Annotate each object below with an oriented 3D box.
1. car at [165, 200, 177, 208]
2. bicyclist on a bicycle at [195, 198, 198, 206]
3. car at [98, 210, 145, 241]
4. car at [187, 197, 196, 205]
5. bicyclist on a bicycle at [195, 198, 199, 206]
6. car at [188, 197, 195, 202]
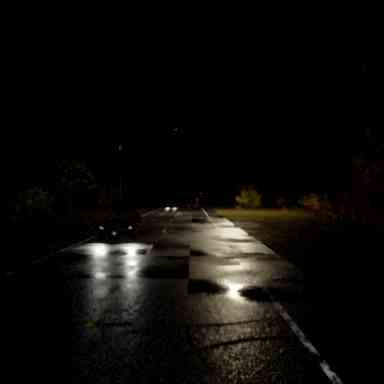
[{"bbox_3d":[-3.625,2.052,58.451,2.033,1.411,5.357,0,0,1],"label":"car"},{"bbox_3d":[0.876,2.013,66.100,0.582,1.620,1.656,0,-1,0],"label":"bicyclist on a bicycle"},{"bbox_3d":[-3.634,1.693,17.886,1.812,1.442,4.674,0,-1,0],"label":"car"},{"bbox_3d":[-0.102,2.157,76.269,2.128,1.511,4.902,0,0,0],"label":"car"},{"bbox_3d":[0.885,1.868,57.487,0.659,1.776,1.843,0,0,0],"label":"bicyclist on a bicycle"},{"bbox_3d":[-0.123,2.128,92.445,2.033,1.411,5.357,0,0,0],"label":"car"}]
